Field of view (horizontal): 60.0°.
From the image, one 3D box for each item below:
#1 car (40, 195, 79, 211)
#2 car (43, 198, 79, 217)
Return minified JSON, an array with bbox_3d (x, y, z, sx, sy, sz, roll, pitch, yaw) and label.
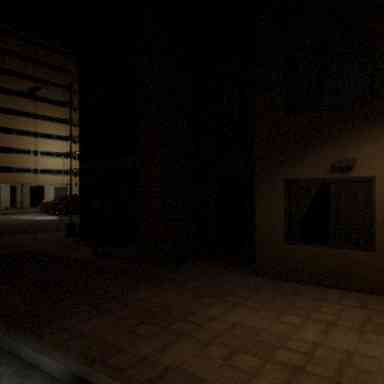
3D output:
[{"bbox_3d":[-13.832,1.371,36.720,2.150,2.045,5.566,0,0,35],"label":"car"},{"bbox_3d":[-11.904,1.637,33.370,1.837,1.490,4.892,0,0,35],"label":"car"}]
